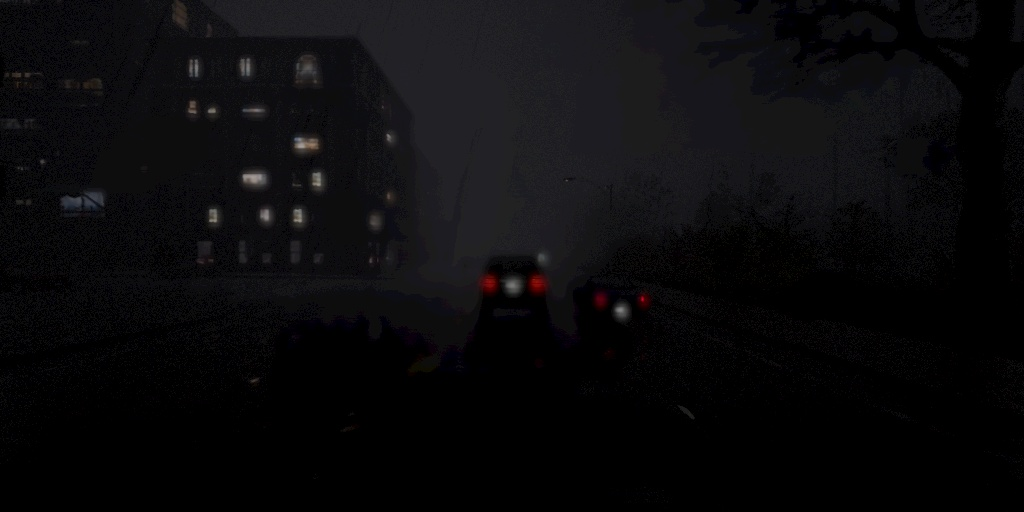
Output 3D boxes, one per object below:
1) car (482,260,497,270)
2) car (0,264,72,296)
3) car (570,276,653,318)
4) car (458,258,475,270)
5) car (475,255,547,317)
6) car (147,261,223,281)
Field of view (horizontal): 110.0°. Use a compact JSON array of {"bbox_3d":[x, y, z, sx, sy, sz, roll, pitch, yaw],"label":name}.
[{"bbox_3d":[-3.291,1.345,53.041,1.994,1.385,4.181,0,0,0],"label":"car"},{"bbox_3d":[-23.301,1.044,16.621,4.507,1.381,1.888,0,0,-1],"label":"car"},{"bbox_3d":[3.318,1.356,12.990,1.895,1.301,4.718,0,0,1],"label":"car"},{"bbox_3d":[-6.543,1.133,52.548,2.097,1.767,4.553,0,0,0],"label":"car"},{"bbox_3d":[0.070,0.979,13.361,2.150,2.045,5.566,0,0,1],"label":"car"},{"bbox_3d":[-22.793,0.984,25.052,4.403,1.370,2.007,0,0,-1],"label":"car"}]
